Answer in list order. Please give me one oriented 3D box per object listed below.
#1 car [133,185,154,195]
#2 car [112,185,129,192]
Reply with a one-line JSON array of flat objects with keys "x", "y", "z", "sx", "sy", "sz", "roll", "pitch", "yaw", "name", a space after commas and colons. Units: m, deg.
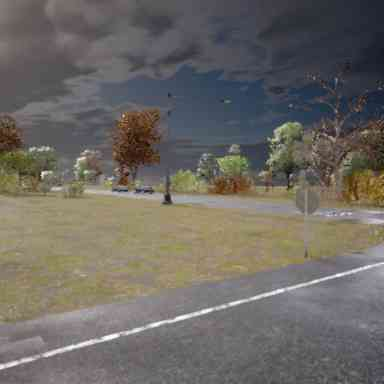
[{"x": -7.972, "y": -0.384, "z": 54.962, "sx": 1.837, "sy": 1.490, "sz": 4.892, "roll": 0, "pitch": 2, "yaw": -36, "name": "car"}, {"x": -13.561, "y": -0.633, "z": 62.760, "sx": 1.994, "sy": 1.385, "sz": 4.181, "roll": 0, "pitch": 2, "yaw": -36, "name": "car"}]
